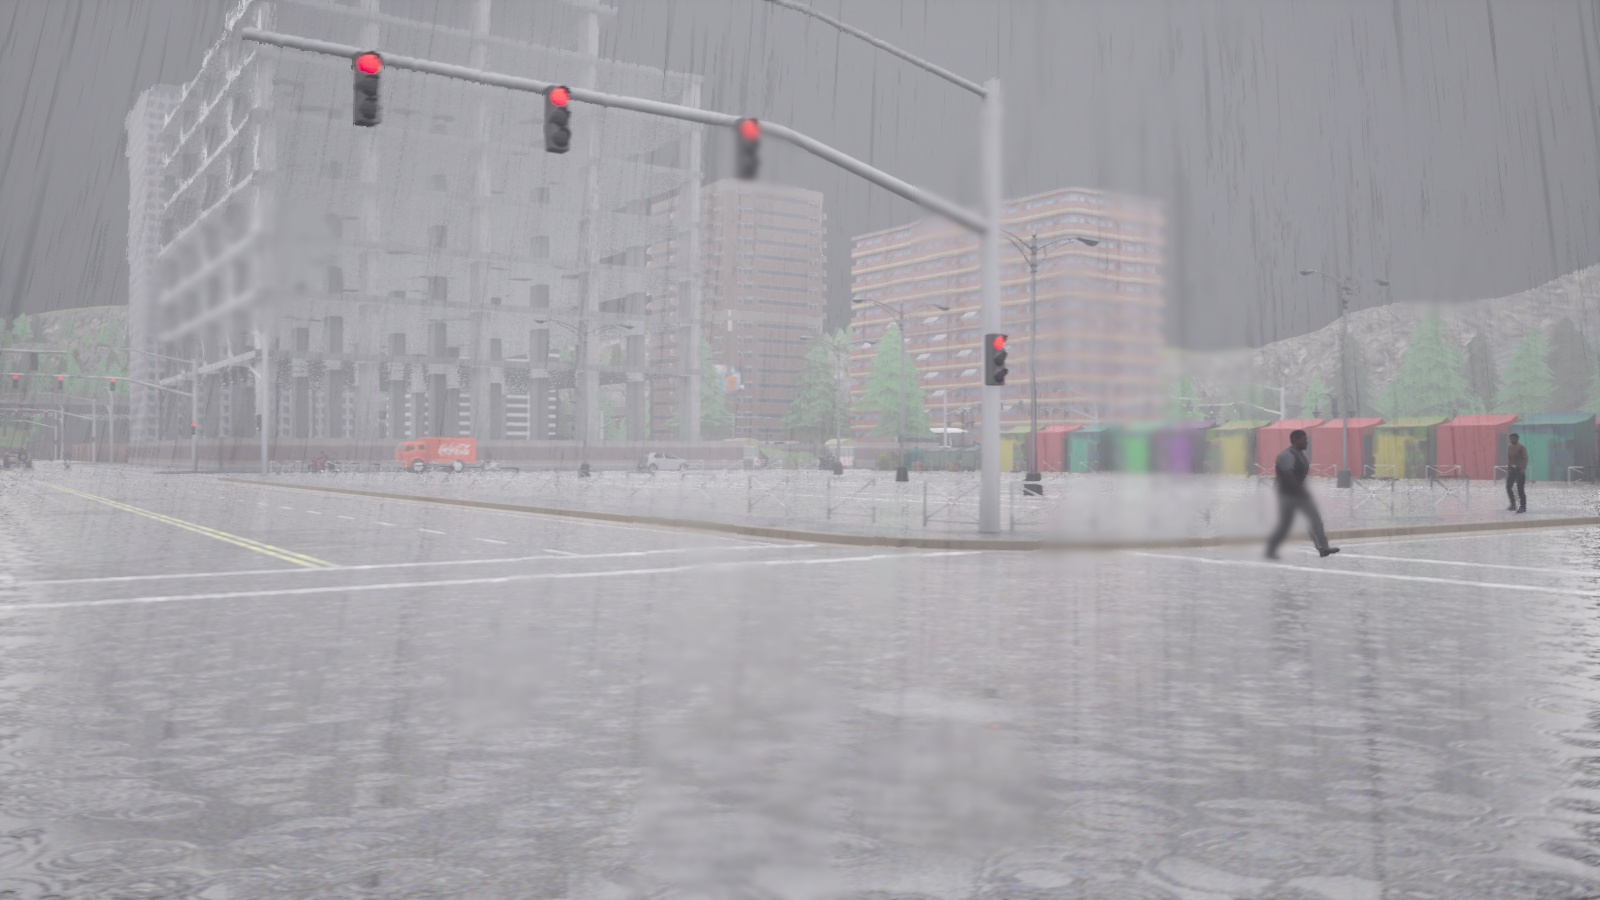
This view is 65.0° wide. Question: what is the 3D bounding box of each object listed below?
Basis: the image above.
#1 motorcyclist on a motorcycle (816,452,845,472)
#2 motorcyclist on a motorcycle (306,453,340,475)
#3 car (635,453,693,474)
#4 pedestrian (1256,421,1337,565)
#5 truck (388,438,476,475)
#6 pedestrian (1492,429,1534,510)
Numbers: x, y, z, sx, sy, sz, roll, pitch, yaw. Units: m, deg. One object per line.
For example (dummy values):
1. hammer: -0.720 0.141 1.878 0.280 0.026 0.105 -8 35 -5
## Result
1. motorcyclist on a motorcycle: 2.361 0.954 97.027 2.191 1.530 0.866 0 0 -35
2. motorcyclist on a motorcycle: -32.519 0.949 85.667 2.044 1.523 0.797 0 0 -35
3. car: -9.589 0.938 88.761 3.633 1.501 1.845 0 0 -35
4. pedestrian: 6.657 0.560 16.845 0.563 1.883 0.849 0 0 -41
5. truck: -25.312 0.466 86.398 5.204 2.467 2.627 0 0 -35
6. pedestrian: 16.172 0.437 28.475 0.869 1.805 0.328 0 0 -19
